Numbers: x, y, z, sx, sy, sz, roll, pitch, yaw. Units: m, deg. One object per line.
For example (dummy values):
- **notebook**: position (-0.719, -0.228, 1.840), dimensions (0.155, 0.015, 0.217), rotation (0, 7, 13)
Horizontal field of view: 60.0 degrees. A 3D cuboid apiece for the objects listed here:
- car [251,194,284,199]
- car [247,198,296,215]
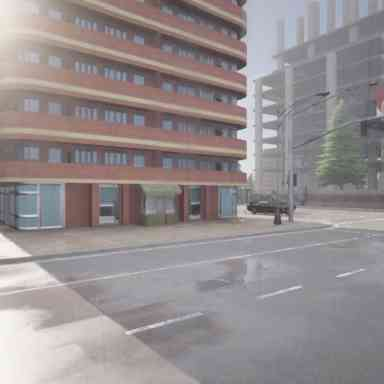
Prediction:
- **car**: position (8.845, 1.222, 37.055), dimensions (2.150, 2.045, 5.566), rotation (0, 0, -36)
- **car**: position (7.687, 1.601, 32.712), dimensions (1.895, 1.301, 4.718), rotation (0, 0, -36)
